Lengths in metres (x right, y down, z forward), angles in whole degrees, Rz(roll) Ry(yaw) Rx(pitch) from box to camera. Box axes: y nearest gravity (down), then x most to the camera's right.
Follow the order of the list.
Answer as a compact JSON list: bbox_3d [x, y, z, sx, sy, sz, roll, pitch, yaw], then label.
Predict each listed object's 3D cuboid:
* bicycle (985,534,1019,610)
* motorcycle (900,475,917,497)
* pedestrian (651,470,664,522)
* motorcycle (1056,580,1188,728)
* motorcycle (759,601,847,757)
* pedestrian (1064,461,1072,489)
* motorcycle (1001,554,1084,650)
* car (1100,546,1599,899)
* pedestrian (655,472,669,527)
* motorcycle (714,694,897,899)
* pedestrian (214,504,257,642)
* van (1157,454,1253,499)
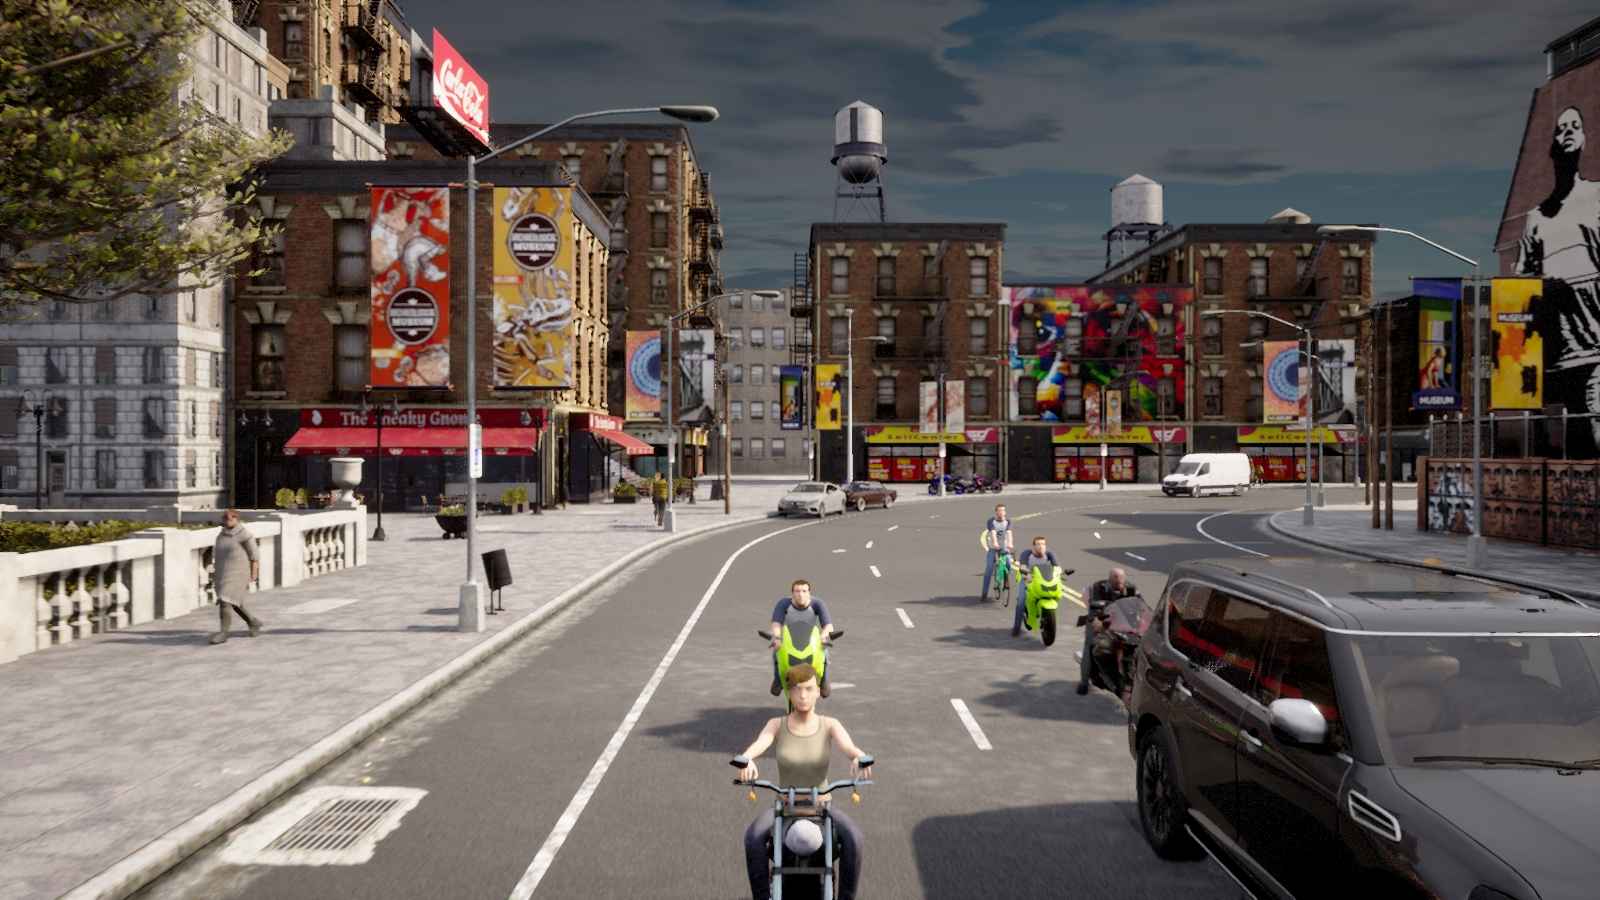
[{"bbox_3d":[3.663,2.197,20.775,0.373,1.196,1.643,0,0,1],"label":"bicycle"},{"bbox_3d":[6.510,2.154,68.430,0.856,1.236,1.805,0,0,0],"label":"motorcycle"},{"bbox_3d":[-5.204,1.680,41.703,0.375,1.860,0.375,0,0,7],"label":"pedestrian"},{"bbox_3d":[3.517,2.199,12.711,0.867,1.251,2.209,0,0,0],"label":"motorcycle"},{"bbox_3d":[0.030,2.207,11.357,0.803,1.145,2.033,0,0,0],"label":"motorcycle"},{"bbox_3d":[17.701,1.667,75.527,0.375,1.860,0.375,0,0,-34],"label":"pedestrian"},{"bbox_3d":[3.546,2.205,16.884,0.803,1.145,2.033,0,0,1],"label":"motorcycle"},{"bbox_3d":[3.472,1.778,6.347,2.150,2.045,5.566,0,0,0],"label":"car"},{"bbox_3d":[-4.704,1.679,38.943,0.375,1.860,0.375,0,0,12],"label":"pedestrian"},{"bbox_3d":[0.026,2.167,5.951,0.764,1.277,2.356,0,0,0],"label":"motorcycle"},{"bbox_3d":[-7.809,1.689,15.809,0.375,1.860,0.375,0,0,14],"label":"pedestrian"},{"bbox_3d":[23.929,1.506,67.435,5.915,2.561,1.988,0,0,-30],"label":"van"}]
